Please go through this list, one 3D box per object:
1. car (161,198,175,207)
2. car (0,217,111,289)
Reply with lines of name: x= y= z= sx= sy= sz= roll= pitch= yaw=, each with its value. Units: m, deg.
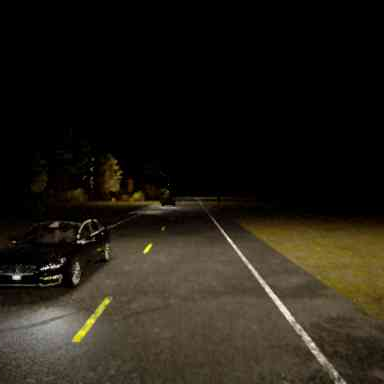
car: x=-3.576 y=1.552 z=50.894 sx=1.994 sy=1.385 sz=4.181 roll=0 pitch=0 yaw=0
car: x=-3.604 y=1.502 z=9.261 sx=1.837 sy=1.490 sz=4.892 roll=0 pitch=0 yaw=0
